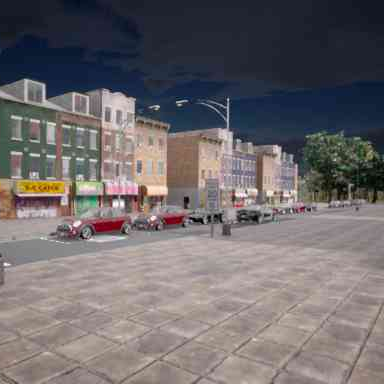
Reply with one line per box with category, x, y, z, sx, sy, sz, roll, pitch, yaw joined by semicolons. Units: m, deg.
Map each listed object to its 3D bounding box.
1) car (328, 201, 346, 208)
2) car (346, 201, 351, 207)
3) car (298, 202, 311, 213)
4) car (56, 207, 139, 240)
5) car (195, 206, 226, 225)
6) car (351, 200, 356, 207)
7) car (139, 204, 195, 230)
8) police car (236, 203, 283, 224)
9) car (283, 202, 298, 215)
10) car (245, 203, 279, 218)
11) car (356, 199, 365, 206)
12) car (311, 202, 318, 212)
car;26.625;2.324;61.962;2.008;1.369;4.403;0;-1;36
car;29.805;2.407;66.368;1.947;1.339;4.313;0;-1;36
car;13.902;2.053;44.336;1.887;1.381;4.507;0;-1;36
car;-5.180;1.568;17.898;1.967;1.590;4.097;0;0;36
car;1.180;1.817;26.710;1.947;1.339;4.313;0;-1;36
car;32.985;2.491;70.774;1.802;1.307;4.206;0;-1;36
car;-1.999;1.629;22.304;1.967;1.590;4.097;0;0;36
police car;5.605;1.759;28.318;1.930;1.638;5.238;1;0;36
car;10.722;1.994;39.929;2.008;1.369;4.403;0;-1;36
car;7.541;1.923;35.523;1.887;1.381;4.507;0;-1;36
car;39.347;2.612;79.588;1.947;1.339;4.313;0;-1;36
car;17.083;2.140;48.742;1.947;1.339;4.313;0;-1;36
